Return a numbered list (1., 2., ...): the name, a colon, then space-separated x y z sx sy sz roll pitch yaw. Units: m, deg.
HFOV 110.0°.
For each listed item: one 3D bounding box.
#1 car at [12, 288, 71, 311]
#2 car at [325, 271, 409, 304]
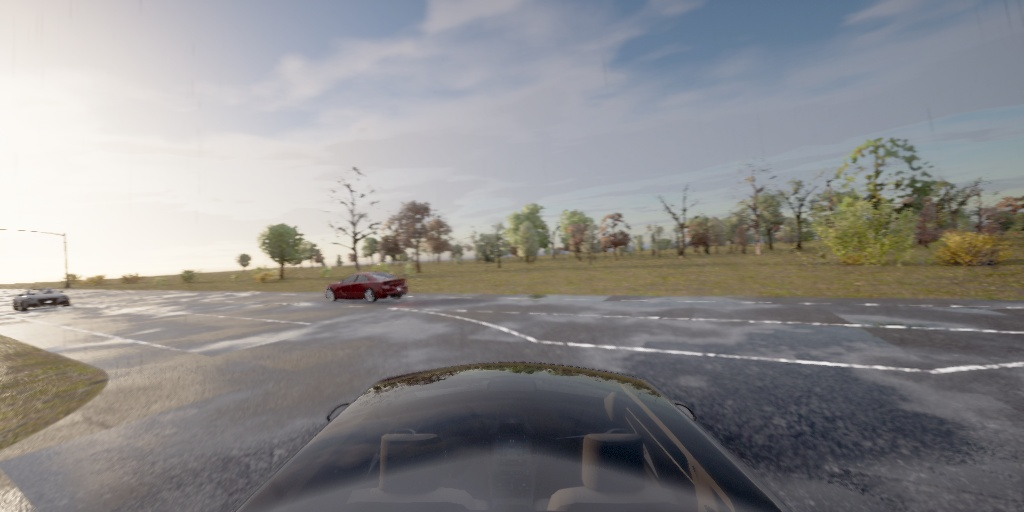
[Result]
1. car: -31.877 2.889 24.263 4.181 1.385 1.994 -3 0 29
2. car: -7.695 1.587 18.841 5.008 1.535 1.882 -3 0 29
